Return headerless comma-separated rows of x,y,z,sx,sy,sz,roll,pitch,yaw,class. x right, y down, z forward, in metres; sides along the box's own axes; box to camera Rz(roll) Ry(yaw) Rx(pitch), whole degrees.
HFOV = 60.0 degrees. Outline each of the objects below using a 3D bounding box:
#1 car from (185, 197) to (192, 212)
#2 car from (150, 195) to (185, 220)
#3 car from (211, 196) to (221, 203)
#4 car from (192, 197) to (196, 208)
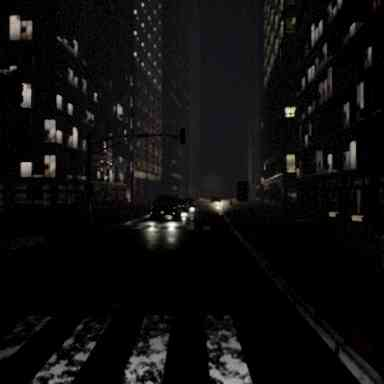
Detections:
-1.443,1.508,39.125,1.882,1.535,5.008,0,0,5,car
-2.164,1.248,29.075,2.150,2.045,5.566,0,0,4,car
5.009,1.555,69.367,2.033,1.411,5.357,0,0,8,car
-0.500,1.534,49.379,1.837,1.490,4.892,0,0,6,car
